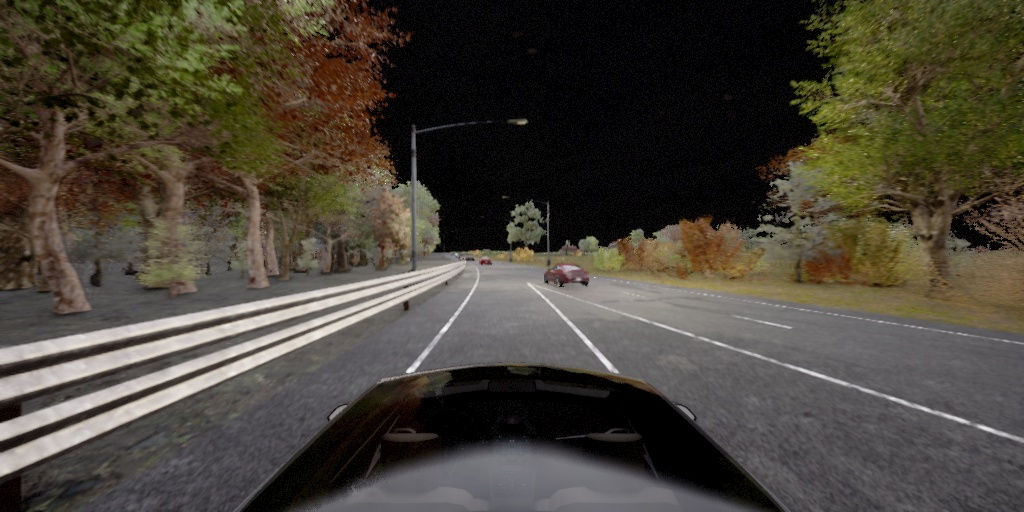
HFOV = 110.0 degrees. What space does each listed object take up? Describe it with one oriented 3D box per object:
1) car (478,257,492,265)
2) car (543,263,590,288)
[{"bbox_3d":[-4.712,0.828,62.137,1.882,1.535,5.008,0,1,-12],"label":"car"},{"bbox_3d":[3.361,1.157,22.690,1.812,1.442,4.674,0,0,-12],"label":"car"}]
